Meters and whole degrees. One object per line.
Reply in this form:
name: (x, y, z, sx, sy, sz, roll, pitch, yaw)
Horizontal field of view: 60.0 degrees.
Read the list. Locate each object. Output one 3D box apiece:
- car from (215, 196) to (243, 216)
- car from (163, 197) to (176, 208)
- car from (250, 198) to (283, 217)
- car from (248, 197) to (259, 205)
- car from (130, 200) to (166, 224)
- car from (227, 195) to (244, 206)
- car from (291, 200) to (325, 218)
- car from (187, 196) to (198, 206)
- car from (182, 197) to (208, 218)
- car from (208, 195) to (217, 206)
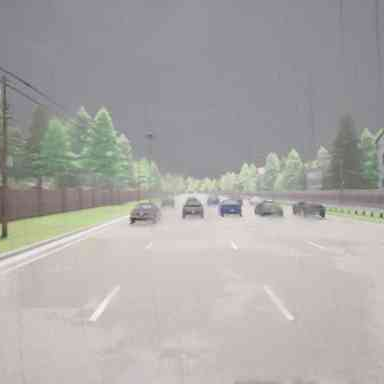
car: (3.595, 1.482, 32.151, 1.882, 1.535, 5.008, 0, 0, 0)
car: (-3.458, 1.513, 48.802, 1.837, 1.490, 4.892, 0, 0, 1)
car: (7.095, 1.568, 31.156, 1.994, 1.385, 4.181, 0, 0, 0)
car: (10.574, 1.533, 55.554, 1.812, 1.442, 4.674, 0, 0, 0)
car: (-3.404, 1.550, 25.010, 2.033, 1.411, 5.357, 0, 0, 0)
car: (7.071, 1.359, 54.576, 2.097, 1.767, 4.553, 0, 0, 0)
car: (10.595, 1.509, 30.525, 1.837, 1.490, 4.892, 0, 0, 0)
car: (0.073, 1.512, 54.484, 1.837, 1.490, 4.892, 0, 0, 0)
car: (0.095, 1.495, 30.459, 2.128, 1.511, 4.902, 0, 0, 0)
car: (3.574, 1.360, 55.735, 2.097, 1.767, 4.553, 0, 0, 0)
